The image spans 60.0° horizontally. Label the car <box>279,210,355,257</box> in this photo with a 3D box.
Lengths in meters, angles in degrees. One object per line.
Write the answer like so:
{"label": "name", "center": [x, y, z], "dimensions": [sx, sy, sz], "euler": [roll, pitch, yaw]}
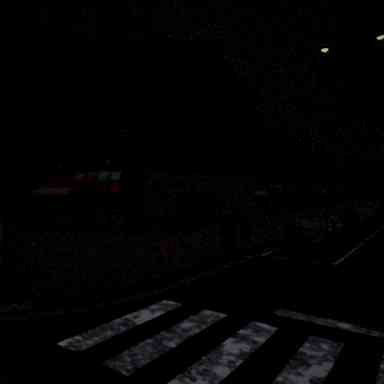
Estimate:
{"label": "car", "center": [4.880, 1.593, 13.229], "dimensions": [2.008, 1.369, 4.403], "euler": [0, 0, 35]}

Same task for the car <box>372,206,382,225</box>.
{"label": "car", "center": [11.411, 1.665, 22.511], "dimensions": [1.802, 1.307, 4.206], "euler": [0, 0, 35]}

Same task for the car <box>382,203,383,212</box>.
{"label": "car", "center": [24.471, 1.768, 41.074], "dimensions": [1.802, 1.307, 4.206], "euler": [0, 0, 35]}

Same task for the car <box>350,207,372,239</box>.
{"label": "car", "center": [8.146, 1.627, 17.871], "dimensions": [1.947, 1.339, 4.313], "euler": [0, 0, 35]}
